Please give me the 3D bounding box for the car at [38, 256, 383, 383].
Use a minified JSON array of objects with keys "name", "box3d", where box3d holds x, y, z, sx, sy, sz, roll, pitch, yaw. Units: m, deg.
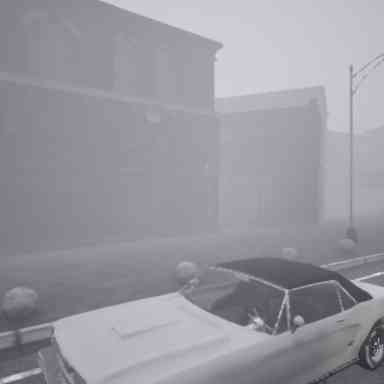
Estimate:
[{"name":"car","box3d":[0.723,1.604,4.158,4.718,1.301,1.895,0,0,-35]}]
